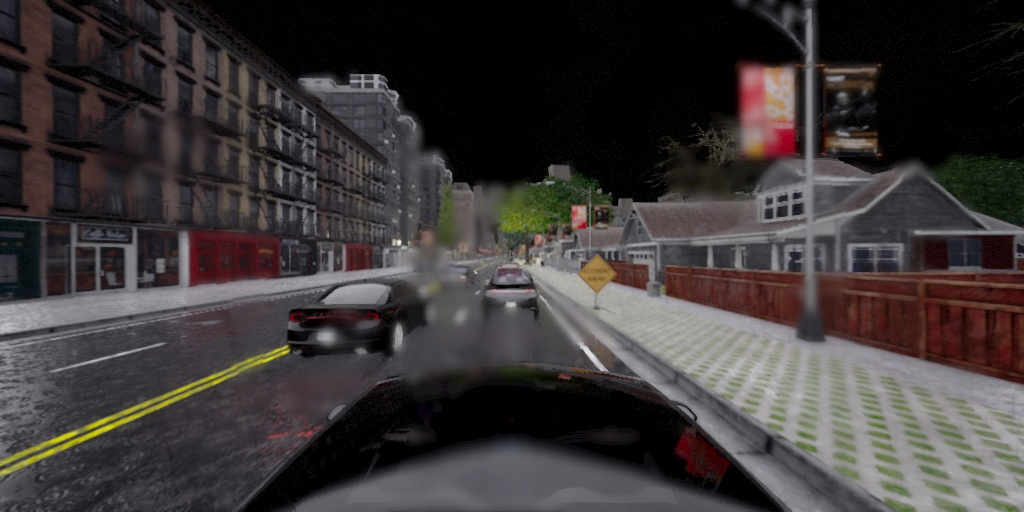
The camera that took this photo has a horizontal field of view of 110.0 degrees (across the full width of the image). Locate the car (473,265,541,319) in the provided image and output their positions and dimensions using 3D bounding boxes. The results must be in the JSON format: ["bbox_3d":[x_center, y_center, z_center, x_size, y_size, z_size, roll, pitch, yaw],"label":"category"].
[{"bbox_3d":[-0.013,1.265,12.986,2.128,1.511,4.902,0,0,0],"label":"car"}]

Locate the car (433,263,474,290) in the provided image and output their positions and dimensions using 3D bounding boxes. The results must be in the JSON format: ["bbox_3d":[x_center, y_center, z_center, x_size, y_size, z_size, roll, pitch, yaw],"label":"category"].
[{"bbox_3d":[-3.384,1.357,23.360,2.033,1.411,5.357,0,0,0],"label":"car"}]

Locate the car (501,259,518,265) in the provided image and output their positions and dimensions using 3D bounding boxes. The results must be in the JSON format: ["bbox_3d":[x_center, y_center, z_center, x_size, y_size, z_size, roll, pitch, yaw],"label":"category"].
[{"bbox_3d":[-0.173,1.280,29.720,1.882,1.535,5.008,0,0,0],"label":"car"}]

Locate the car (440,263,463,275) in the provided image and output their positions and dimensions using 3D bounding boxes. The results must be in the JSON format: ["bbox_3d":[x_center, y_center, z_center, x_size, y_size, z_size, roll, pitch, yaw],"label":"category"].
[{"bbox_3d":[-6.971,1.456,41.617,1.895,1.301,4.718,0,0,0],"label":"car"}]

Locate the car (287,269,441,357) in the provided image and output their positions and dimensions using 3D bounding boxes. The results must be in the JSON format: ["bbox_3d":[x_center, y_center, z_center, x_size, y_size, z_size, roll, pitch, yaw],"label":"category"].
[{"bbox_3d":[-3.242,1.259,8.718,1.882,1.535,5.008,0,0,0],"label":"car"}]

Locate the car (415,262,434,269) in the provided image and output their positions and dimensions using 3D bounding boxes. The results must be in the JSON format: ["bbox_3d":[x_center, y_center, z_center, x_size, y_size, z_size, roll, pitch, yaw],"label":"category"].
[{"bbox_3d":[-10.226,1.438,42.762,1.994,1.385,4.181,0,0,0],"label":"car"}]

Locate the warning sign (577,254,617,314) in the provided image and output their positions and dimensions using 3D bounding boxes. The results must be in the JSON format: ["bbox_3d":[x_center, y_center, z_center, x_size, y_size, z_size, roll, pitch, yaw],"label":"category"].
[{"bbox_3d":[2.768,0.871,11.699,1.300,1.860,1.060,0,0,-1],"label":"warning sign"}]
